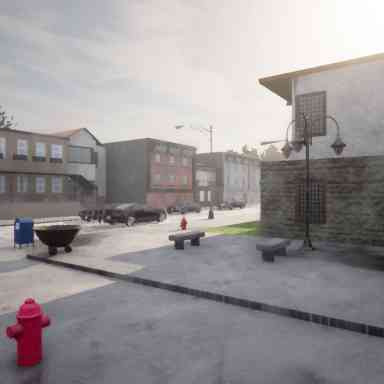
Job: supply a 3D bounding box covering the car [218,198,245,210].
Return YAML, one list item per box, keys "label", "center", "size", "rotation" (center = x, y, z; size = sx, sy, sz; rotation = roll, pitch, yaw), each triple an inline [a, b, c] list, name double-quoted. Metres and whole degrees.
- label: "car"
  center: [5.122, 1.491, 42.834]
  size: [2.128, 1.511, 4.902]
  rotation: [0, 0, 36]

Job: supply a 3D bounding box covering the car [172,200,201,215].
- label: "car"
  center: [-0.806, 1.564, 34.550]
  size: [1.994, 1.385, 4.181]
  rotation: [0, 0, 35]

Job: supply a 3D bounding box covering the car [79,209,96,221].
- label: "car"
  center: [-6.554, 1.601, 26.478]
  size: [1.895, 1.301, 4.718]
  rotation: [0, 0, 35]

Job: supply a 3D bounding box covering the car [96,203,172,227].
- label: "car"
  center: [-3.842, 1.477, 23.045]
  size: [1.882, 1.535, 5.008]
  rotation: [0, 0, 35]
